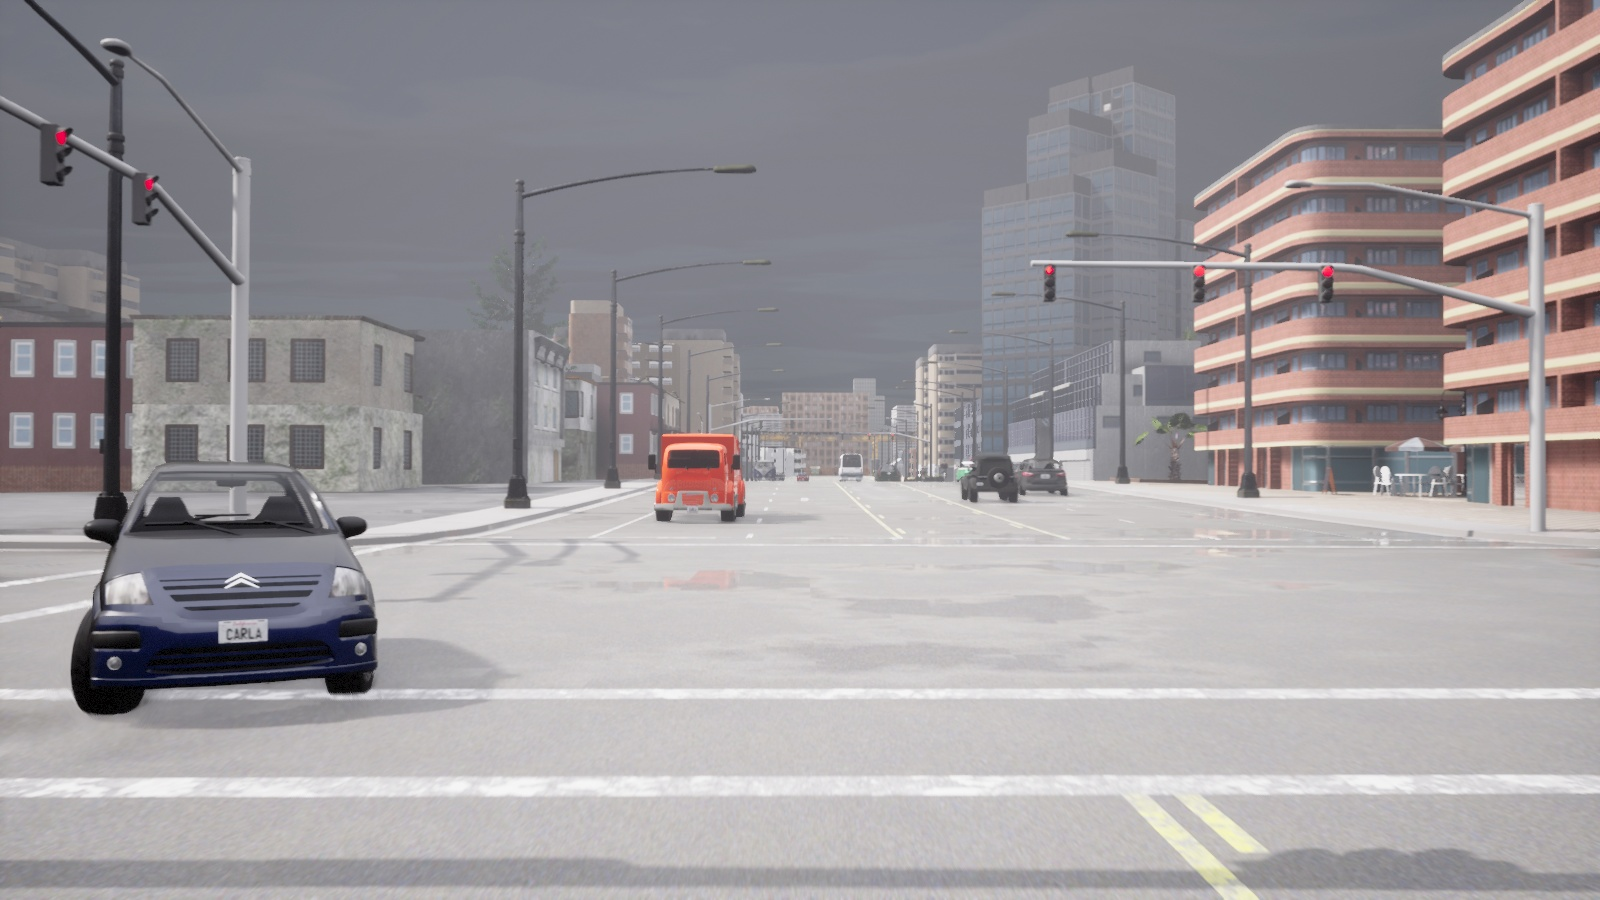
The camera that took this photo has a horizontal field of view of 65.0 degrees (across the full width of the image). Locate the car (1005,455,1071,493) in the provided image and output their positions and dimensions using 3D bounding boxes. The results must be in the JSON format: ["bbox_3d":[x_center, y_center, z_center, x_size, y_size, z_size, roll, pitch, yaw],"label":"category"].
[{"bbox_3d":[11.063,1.071,58.664,2.242,1.667,4.611,0,0,1],"label":"car"}]

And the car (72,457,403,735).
[{"bbox_3d":[-4.311,0.886,9.500,1.851,1.617,3.988,0,-1,-27],"label":"car"}]

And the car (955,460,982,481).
[{"bbox_3d":[11.032,1.345,82.369,1.481,1.376,2.207,0,0,0],"label":"car"}]

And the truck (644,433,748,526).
[{"bbox_3d":[-2.897,0.794,36.347,2.627,2.467,5.204,0,0,-1],"label":"truck"}]

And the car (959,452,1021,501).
[{"bbox_3d":[7.592,1.047,50.539,1.905,1.878,3.866,0,0,0],"label":"car"}]
